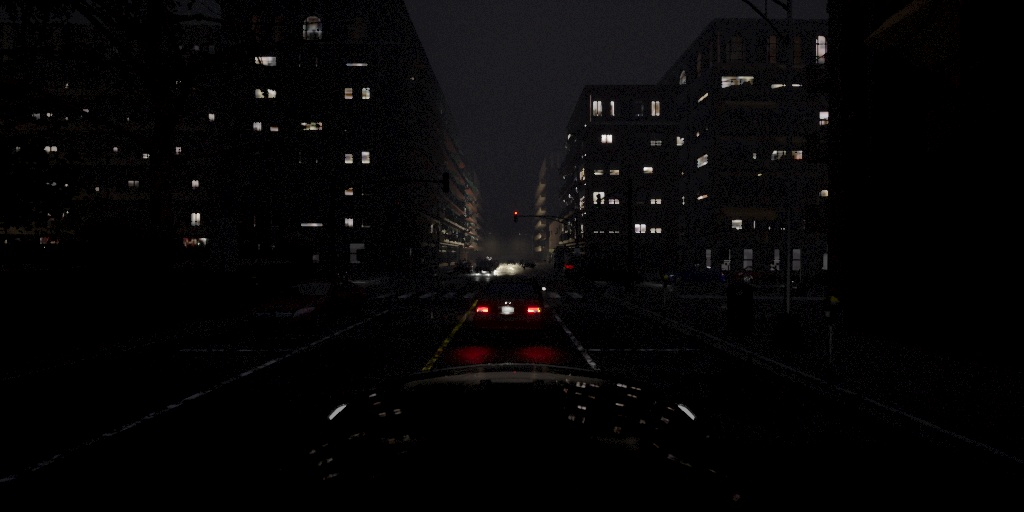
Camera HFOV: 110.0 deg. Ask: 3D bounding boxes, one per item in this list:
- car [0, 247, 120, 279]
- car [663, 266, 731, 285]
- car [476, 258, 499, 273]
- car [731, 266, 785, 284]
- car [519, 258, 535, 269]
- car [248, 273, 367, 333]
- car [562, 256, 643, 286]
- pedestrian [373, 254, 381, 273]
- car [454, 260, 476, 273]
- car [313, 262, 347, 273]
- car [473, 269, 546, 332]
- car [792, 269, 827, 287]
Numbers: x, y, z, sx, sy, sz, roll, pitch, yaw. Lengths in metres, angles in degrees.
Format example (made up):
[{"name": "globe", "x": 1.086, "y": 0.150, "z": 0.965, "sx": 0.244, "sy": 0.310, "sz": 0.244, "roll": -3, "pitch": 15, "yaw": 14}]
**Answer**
[{"name": "car", "x": -31.361, "y": 0.451, "z": 24.998, "sx": 5.566, "sy": 2.045, "sz": 2.150, "roll": 1, "pitch": 0, "yaw": -1}, {"name": "car", "x": 14.594, "y": 1.552, "z": 28.899, "sx": 4.674, "sy": 1.442, "sz": 1.812, "roll": 1, "pitch": 0, "yaw": -1}, {"name": "car", "x": -3.197, "y": 1.296, "z": 43.320, "sx": 2.033, "sy": 1.411, "sz": 5.357, "roll": 0, "pitch": 0, "yaw": 4}, {"name": "car", "x": 21.289, "y": 1.570, "z": 31.564, "sx": 4.097, "sy": 1.591, "sz": 1.967, "roll": 0, "pitch": 0, "yaw": -1}, {"name": "car", "x": 2.528, "y": 1.299, "z": 54.341, "sx": 2.007, "sy": 1.370, "sz": 4.403, "roll": 0, "pitch": 0, "yaw": 0}, {"name": "car", "x": -5.715, "y": 1.331, "z": 10.632, "sx": 1.802, "sy": 1.307, "sz": 4.207, "roll": 0, "pitch": 0, "yaw": 0}, {"name": "car", "x": 6.401, "y": 1.064, "z": 25.576, "sx": 5.566, "sy": 2.045, "sz": 2.150, "roll": 3, "pitch": 0, "yaw": -1}, {"name": "pedestrian", "x": -12.812, "y": 0.652, "z": 34.013, "sx": 0.375, "sy": 1.860, "sz": 0.375, "roll": 0, "pitch": -1, "yaw": -1}, {"name": "car", "x": -5.817, "y": 1.188, "z": 43.042, "sx": 1.967, "sy": 1.591, "sz": 4.097, "roll": 0, "pitch": 0, "yaw": 0}, {"name": "car", "x": -14.569, "y": 1.074, "z": 25.325, "sx": 5.357, "sy": 1.411, "sz": 2.033, "roll": 1, "pitch": 0, "yaw": -3}, {"name": "car", "x": 0.050, "y": 1.297, "z": 10.846, "sx": 2.033, "sy": 1.411, "sz": 5.357, "roll": 0, "pitch": 0, "yaw": 3}, {"name": "car", "x": 24.901, "y": 1.809, "z": 29.057, "sx": 4.718, "sy": 1.301, "sz": 1.895, "roll": 1, "pitch": 0, "yaw": -1}]
